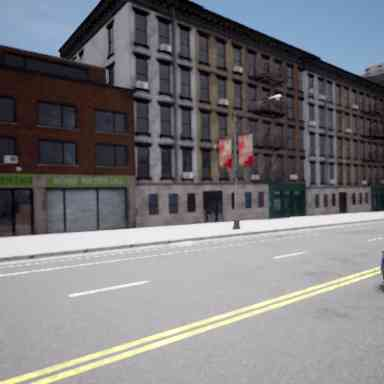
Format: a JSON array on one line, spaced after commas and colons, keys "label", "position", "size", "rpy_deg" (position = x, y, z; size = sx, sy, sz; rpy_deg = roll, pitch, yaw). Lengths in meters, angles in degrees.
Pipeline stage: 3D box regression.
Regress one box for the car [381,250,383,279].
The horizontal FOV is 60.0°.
[{"label": "car", "position": [6.571, 1.613, 8.585], "size": [4.674, 1.442, 1.812], "rpy_deg": [0, -1, -38]}]
